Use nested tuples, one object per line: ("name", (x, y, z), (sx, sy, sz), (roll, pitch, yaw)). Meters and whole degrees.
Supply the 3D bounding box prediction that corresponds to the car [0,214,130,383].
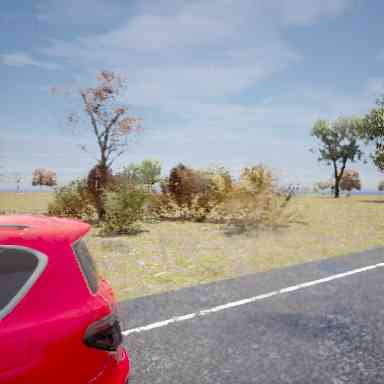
("car", (-3.102, 1.228, 1.781), (5.566, 2.045, 2.150), (0, 0, -35))
